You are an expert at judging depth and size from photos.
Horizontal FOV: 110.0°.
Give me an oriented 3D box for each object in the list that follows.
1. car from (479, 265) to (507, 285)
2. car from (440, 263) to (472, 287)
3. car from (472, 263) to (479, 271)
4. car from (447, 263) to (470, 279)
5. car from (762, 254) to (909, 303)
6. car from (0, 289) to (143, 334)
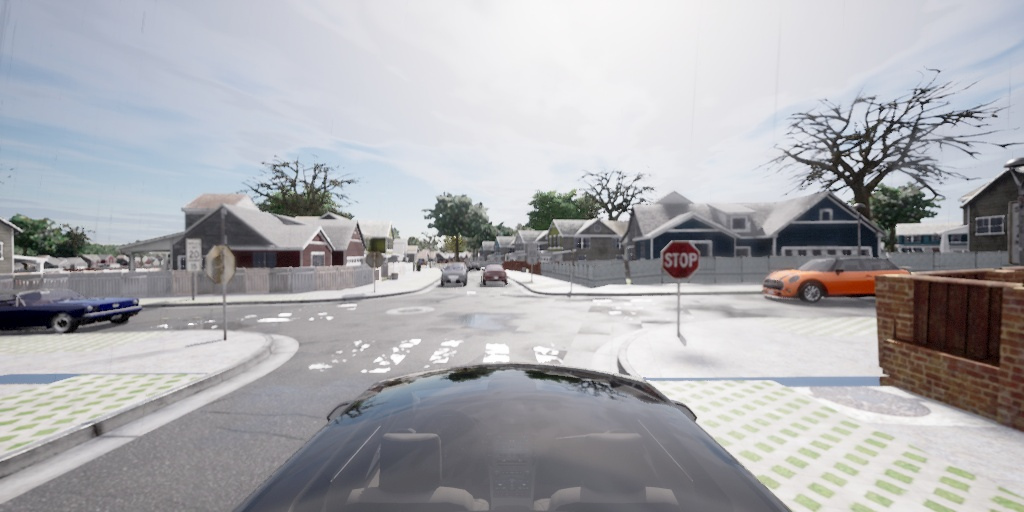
[{"bbox_3d":[-1.418,1.427,28.235,1.812,1.442,4.674,0,0,-6],"label":"car"},{"bbox_3d":[-4.220,1.387,26.576,2.128,1.511,4.902,0,-1,-6],"label":"car"},{"bbox_3d":[-6.254,1.762,57.534,1.895,1.301,4.718,0,-1,-13],"label":"car"},{"bbox_3d":[-5.449,1.460,36.746,2.128,1.511,4.902,0,0,-8],"label":"car"},{"bbox_3d":[12.628,0.835,14.178,4.553,1.767,2.097,-1,0,6],"label":"car"},{"bbox_3d":[-15.029,1.724,11.439,4.718,1.301,1.895,-1,1,-5],"label":"car"}]
